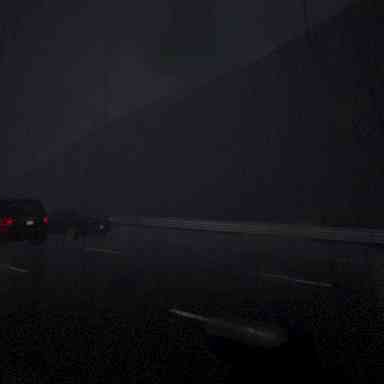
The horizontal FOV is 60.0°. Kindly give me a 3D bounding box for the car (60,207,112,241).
[{"bbox_3d":[-6.217,1.482,16.908,5.008,1.535,1.882,0,0,36],"label":"car"}]

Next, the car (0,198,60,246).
[{"bbox_3d":[-8.278,1.255,14.079,5.566,2.045,2.150,0,0,36],"label":"car"}]
